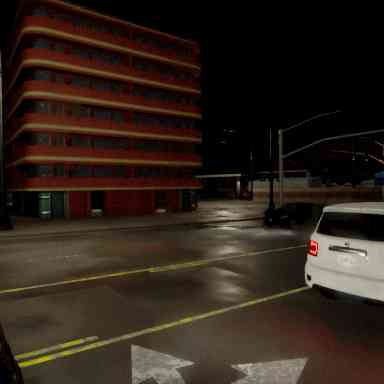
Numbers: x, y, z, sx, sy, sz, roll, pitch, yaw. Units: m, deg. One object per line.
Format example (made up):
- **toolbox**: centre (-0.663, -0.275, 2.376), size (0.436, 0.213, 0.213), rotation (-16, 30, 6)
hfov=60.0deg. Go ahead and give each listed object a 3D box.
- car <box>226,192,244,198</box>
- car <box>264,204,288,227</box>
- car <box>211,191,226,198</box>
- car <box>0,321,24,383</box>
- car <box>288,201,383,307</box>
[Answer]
- **car**: centre (11.405, 0.818, 85.101), size (3.806, 1.475, 1.970), rotation (-1, 1, -35)
- **car**: centre (6.827, 1.432, 21.622), size (5.008, 1.535, 1.882), rotation (0, 0, -35)
- **car**: centre (7.440, 0.671, 89.327), size (4.611, 1.667, 2.242), rotation (-1, 1, -35)
- **car**: centre (-3.661, 1.222, 1.141), size (5.566, 2.045, 2.150), rotation (0, 0, -35)
- **car**: centre (4.782, 1.218, 7.137), size (5.566, 2.045, 2.150), rotation (0, 0, -35)
